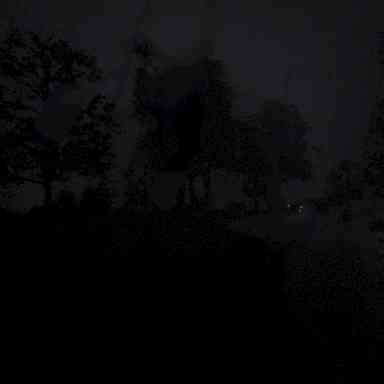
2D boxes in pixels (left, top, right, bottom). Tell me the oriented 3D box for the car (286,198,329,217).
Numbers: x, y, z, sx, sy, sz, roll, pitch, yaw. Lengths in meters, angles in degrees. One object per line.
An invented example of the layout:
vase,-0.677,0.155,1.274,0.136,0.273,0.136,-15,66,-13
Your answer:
car,11.021,1.343,31.747,4.553,1.767,2.097,0,0,-35
